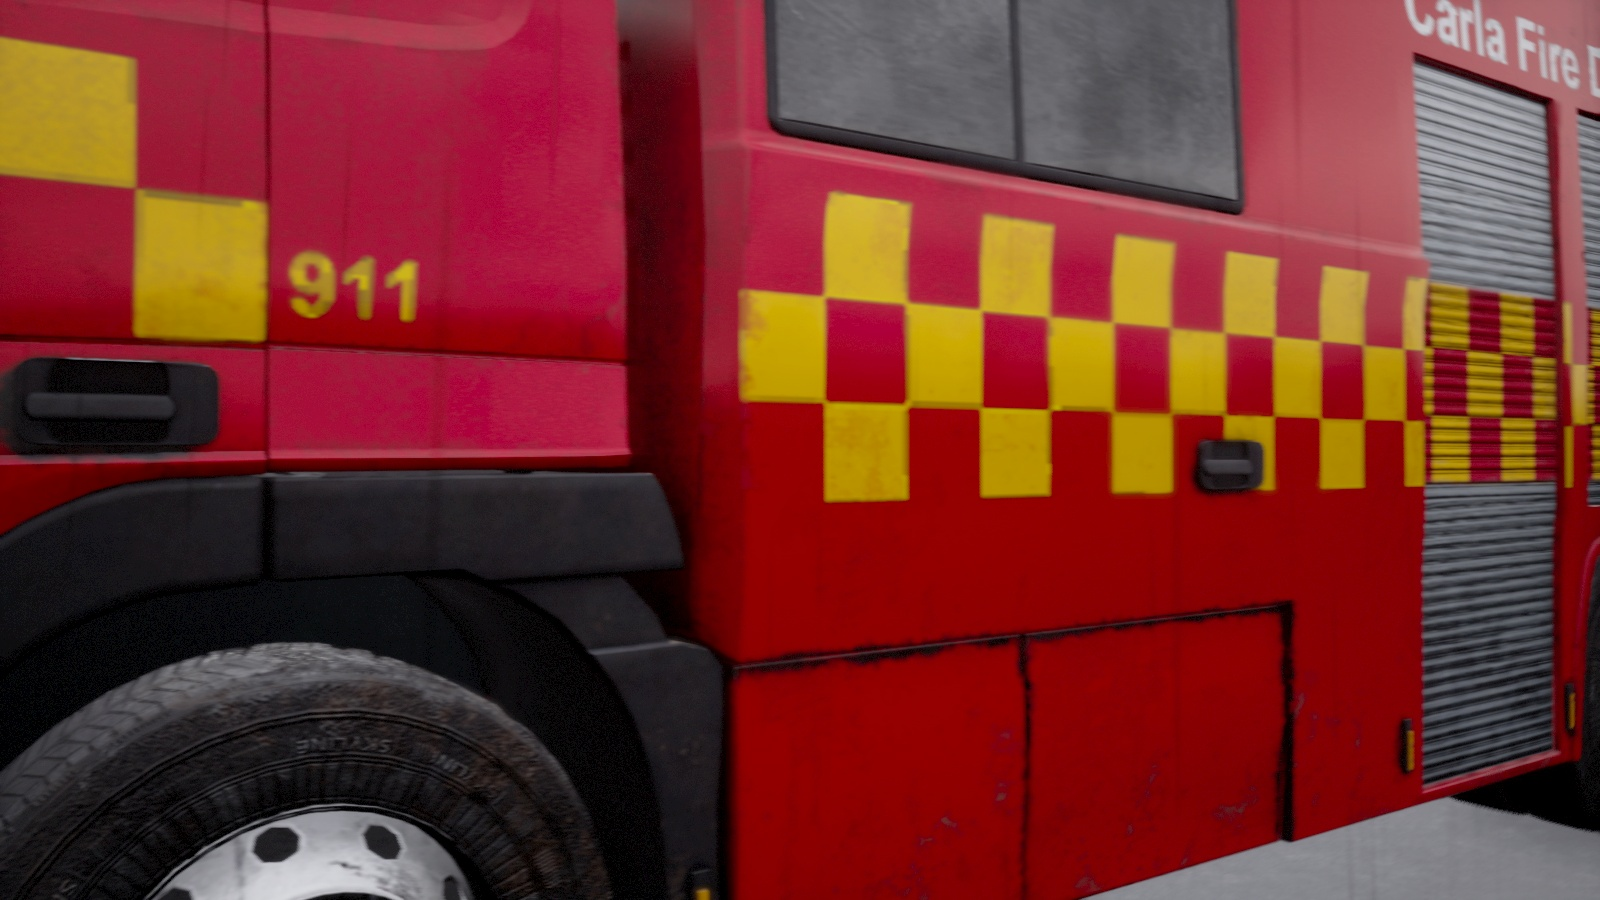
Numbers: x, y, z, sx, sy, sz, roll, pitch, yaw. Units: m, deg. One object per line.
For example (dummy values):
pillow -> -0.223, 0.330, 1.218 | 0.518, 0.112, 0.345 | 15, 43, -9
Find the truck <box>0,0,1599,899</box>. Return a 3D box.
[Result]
truck -> 0.191, -0.409, 4.406 | 8.468, 3.827, 2.891 | 0, 0, -35
